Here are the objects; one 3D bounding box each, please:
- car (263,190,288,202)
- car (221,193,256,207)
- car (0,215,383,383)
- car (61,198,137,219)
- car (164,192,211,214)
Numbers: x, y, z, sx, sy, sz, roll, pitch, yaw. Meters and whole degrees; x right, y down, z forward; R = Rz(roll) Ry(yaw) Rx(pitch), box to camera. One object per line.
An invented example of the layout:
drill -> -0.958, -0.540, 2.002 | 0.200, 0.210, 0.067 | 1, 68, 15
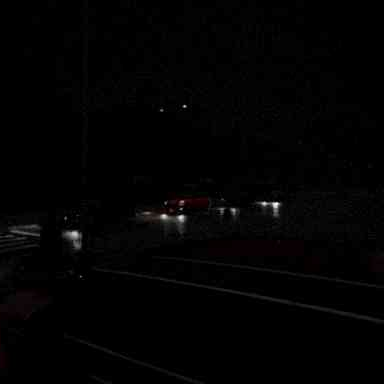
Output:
car -> 10.889, 0.516, 43.144 | 1.812, 1.442, 4.674 | 1, 2, 37
car -> 4.901, 0.824, 34.781 | 1.895, 1.301, 4.718 | 1, 2, 35
car -> 0.100, 1.319, 2.724 | 5.009, 1.841, 2.192 | 0, 1, 36
car -> -5.512, 1.154, 20.170 | 1.837, 1.490, 4.892 | 1, 2, 35
car -> -0.315, 0.786, 27.460 | 2.097, 1.767, 4.553 | 1, 2, 35
